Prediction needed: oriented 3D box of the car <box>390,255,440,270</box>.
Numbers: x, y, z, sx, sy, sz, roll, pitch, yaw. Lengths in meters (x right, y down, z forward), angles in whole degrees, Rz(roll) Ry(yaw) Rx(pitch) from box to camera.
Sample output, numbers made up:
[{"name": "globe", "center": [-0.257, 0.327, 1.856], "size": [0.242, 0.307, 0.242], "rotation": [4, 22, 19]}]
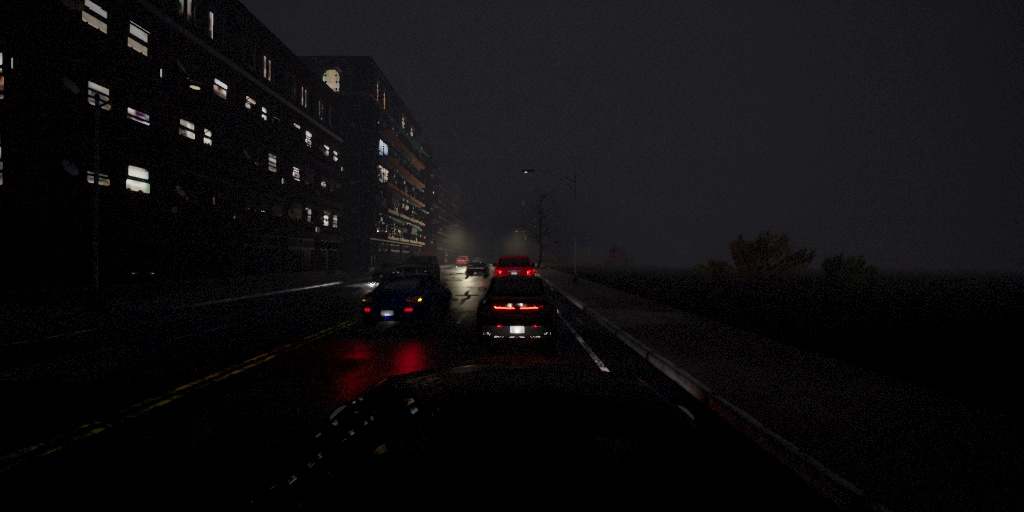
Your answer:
[{"name": "car", "center": [-6.577, 0.975, 25.730], "size": [2.150, 2.045, 5.566], "rotation": [0, 0, 0]}]

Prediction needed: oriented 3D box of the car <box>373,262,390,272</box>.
[{"name": "car", "center": [-9.826, 1.258, 29.393], "size": [1.837, 1.490, 4.892], "rotation": [0, 0, 0]}]

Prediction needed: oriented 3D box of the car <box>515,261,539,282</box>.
[{"name": "car", "center": [1.164, 1.209, 30.503], "size": [1.801, 1.575, 5.366], "rotation": [0, 0, 0]}]

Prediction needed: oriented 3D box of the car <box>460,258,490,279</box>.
[{"name": "car", "center": [-3.122, 1.246, 32.953], "size": [2.128, 1.511, 4.902], "rotation": [0, 0, 0]}]

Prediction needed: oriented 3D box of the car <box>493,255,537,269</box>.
[{"name": "car", "center": [0.116, 0.974, 20.095], "size": [2.150, 2.045, 5.566], "rotation": [0, 0, 0]}]

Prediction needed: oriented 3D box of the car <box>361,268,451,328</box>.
[{"name": "car", "center": [-3.142, 1.277, 11.331], "size": [1.812, 1.442, 4.674], "rotation": [0, 0, 0]}]

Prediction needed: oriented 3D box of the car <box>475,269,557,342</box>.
[{"name": "car", "center": [0.109, 1.256, 9.748], "size": [1.837, 1.490, 4.892], "rotation": [0, 0, 0]}]
